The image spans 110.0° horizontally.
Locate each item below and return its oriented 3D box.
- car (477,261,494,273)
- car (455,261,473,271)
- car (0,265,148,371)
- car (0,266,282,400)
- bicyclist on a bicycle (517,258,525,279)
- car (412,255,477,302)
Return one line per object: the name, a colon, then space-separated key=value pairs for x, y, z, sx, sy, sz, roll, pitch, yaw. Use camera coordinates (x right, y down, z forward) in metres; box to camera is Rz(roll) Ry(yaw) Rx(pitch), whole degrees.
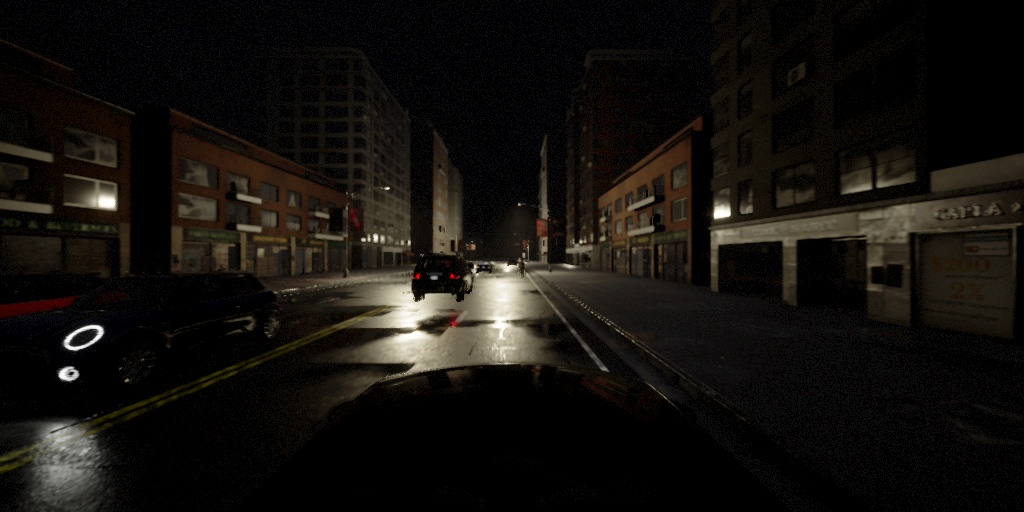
car: x=-3.157 y=1.295 z=42.361 sx=2.033 sy=1.411 sz=5.357 roll=0 pitch=0 yaw=0
car: x=-6.580 y=1.349 z=49.679 sx=1.895 sy=1.301 sz=4.718 roll=0 pitch=0 yaw=0
car: x=-9.851 y=1.102 z=6.399 sx=2.097 sy=1.767 sz=4.553 roll=0 pitch=0 yaw=0
car: x=-6.601 y=1.102 z=6.740 sx=2.097 sy=1.767 sz=4.553 roll=0 pitch=0 yaw=0
bicyclist on a bicycle: x=0.886 y=1.201 z=31.065 sx=0.582 sy=1.620 sz=1.656 roll=0 pitch=0 yaw=0
car: x=-3.154 y=0.970 z=17.203 sx=2.150 sy=2.045 sz=5.566 roll=0 pitch=0 yaw=0
